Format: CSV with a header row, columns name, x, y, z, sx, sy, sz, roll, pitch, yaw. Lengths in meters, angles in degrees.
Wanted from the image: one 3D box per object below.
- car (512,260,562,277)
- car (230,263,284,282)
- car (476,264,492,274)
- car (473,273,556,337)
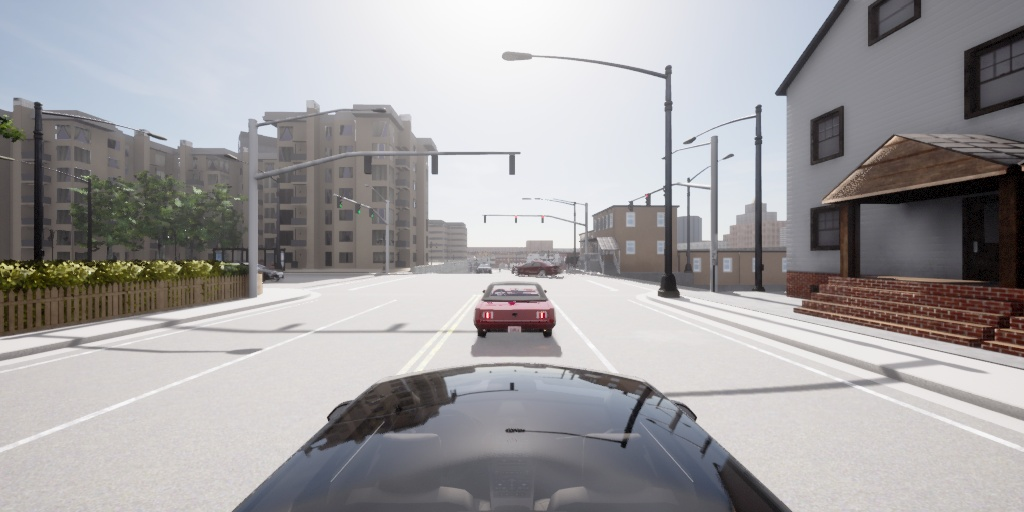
name,x,y,z,sx,sy,sz,roll,pitch,yaw
car,2.248,1.150,33.321,5.008,1.535,1.882,0,2,40
car,-19.810,1.242,26.931,4.902,1.511,2.128,0,0,1
car,-3.587,1.774,46.901,1.812,1.442,4.674,0,-4,0
car,0.076,1.351,10.218,1.895,1.301,4.718,0,0,0
